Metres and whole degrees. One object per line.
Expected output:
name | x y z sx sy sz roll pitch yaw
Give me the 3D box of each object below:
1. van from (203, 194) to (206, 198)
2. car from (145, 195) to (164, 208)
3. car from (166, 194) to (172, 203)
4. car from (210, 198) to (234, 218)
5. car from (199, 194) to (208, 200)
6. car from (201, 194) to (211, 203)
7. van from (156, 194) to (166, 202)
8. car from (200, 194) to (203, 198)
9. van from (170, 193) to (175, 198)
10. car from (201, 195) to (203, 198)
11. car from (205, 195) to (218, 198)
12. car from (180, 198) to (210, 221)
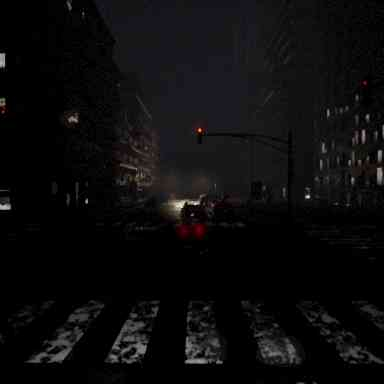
van | 2.790 1.284 46.962 1.690 1.788 3.998 -1 0 0
car | -5.554 1.508 46.955 1.947 1.339 4.313 -1 0 0
car | -5.501 1.454 63.892 1.887 1.381 4.507 -1 0 0
car | 2.739 1.514 30.024 1.887 1.381 4.507 -1 0 0
car | 2.954 1.292 86.482 1.967 1.590 4.097 -1 0 0
car | 2.870 1.336 69.545 1.967 1.590 4.097 -1 0 0
van | -5.540 1.274 52.601 1.690 1.788 3.998 -1 0 0
car | 2.846 1.349 63.898 1.967 1.590 4.097 -1 0 0
van | -5.467 1.223 75.186 1.690 1.788 3.998 -1 0 0
car | 2.811 1.477 52.608 1.887 1.381 4.507 -1 0 0
car | 2.756 1.401 35.670 1.967 1.590 4.097 -1 0 0
car | 0.139 1.466 26.672 2.128 1.511 4.902 0 0 3
